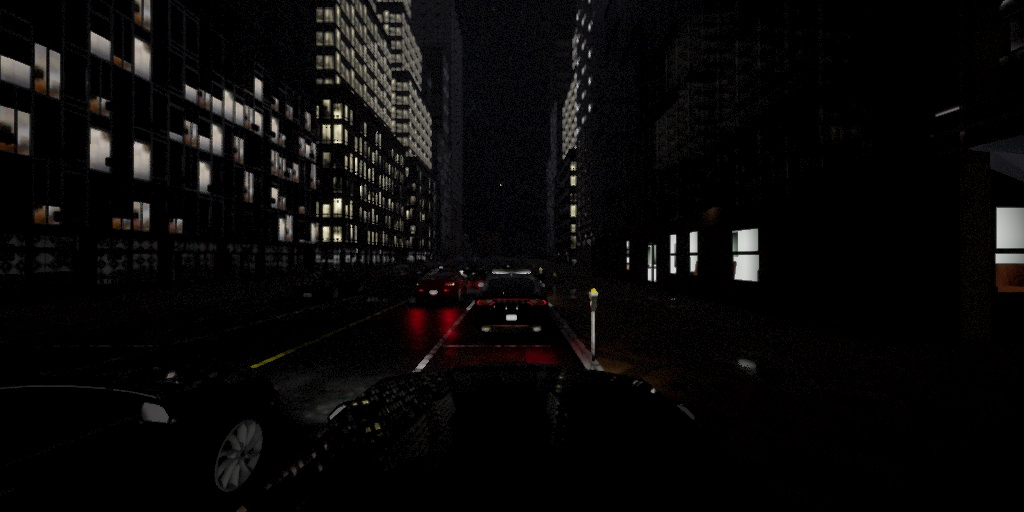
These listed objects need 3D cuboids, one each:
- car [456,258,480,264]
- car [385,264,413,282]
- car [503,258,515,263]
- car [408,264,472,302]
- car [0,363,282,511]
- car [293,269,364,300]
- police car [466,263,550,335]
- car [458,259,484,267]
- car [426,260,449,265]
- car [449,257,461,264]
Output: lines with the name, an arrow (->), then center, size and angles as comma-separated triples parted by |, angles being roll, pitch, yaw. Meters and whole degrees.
car -> -6.146, 1.331, 50.662 | 2.033, 1.411, 5.357 | 0, 0, 0
car -> -8.835, 1.324, 29.033 | 1.802, 1.307, 4.207 | 0, 0, 0
car -> -0.455, 1.297, 46.099 | 1.948, 1.339, 4.313 | 0, 0, 0
car -> -3.145, 1.281, 16.662 | 1.812, 1.442, 4.674 | 0, 0, 0
car -> -3.145, 1.255, 1.499 | 1.837, 1.490, 4.892 | 0, 0, 0
car -> -8.836, 1.313, 17.650 | 1.948, 1.339, 4.313 | 0, 0, 0
police car -> -0.012, 1.174, 10.609 | 1.930, 1.638, 5.238 | 0, 0, 0
car -> -3.145, 1.237, 31.662 | 2.128, 1.511, 4.902 | 0, 0, 0
car -> -8.836, 1.286, 40.419 | 2.007, 1.370, 4.403 | 0, 0, 0
car -> -8.836, 1.273, 51.803 | 1.888, 1.381, 4.507 | 0, 0, 0
